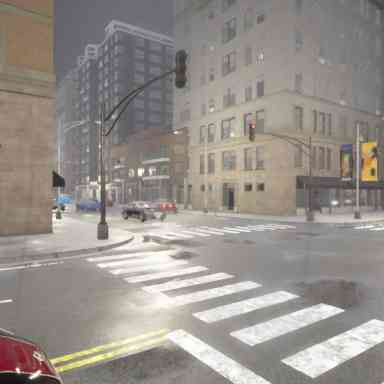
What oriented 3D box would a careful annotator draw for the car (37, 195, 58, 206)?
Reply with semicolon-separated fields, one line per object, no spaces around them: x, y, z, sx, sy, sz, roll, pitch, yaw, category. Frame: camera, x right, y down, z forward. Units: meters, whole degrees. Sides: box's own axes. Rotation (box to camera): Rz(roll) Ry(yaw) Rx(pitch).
-23.024;1.311;52.921;2.097;1.767;4.553;0;0;-35;car

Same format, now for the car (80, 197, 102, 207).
-15.889;1.504;52.153;1.752;1.417;4.829;0;0;-35;car

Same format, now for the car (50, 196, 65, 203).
-28.354;1.556;69.848;1.947;1.339;4.313;0;0;-35;car

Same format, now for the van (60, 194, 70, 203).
-25.213;1.328;65.390;1.690;1.788;3.998;0;0;-35;van

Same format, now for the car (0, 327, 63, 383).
-2.864;1.352;1.426;4.553;1.767;2.097;0;0;-36;car

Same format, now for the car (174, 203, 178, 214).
-3.228;1.425;34.181;1.967;1.590;4.097;0;0;-35;car

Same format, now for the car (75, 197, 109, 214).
-11.015;1.440;35.709;1.882;1.535;5.008;0;1;-35;car

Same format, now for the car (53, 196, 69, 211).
-16.072;1.517;38.479;1.947;1.339;4.313;0;0;-35;car

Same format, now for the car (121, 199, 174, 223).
-3.772;1.463;25.425;2.128;1.511;4.902;0;0;-35;car

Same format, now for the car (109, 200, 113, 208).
-12.651;1.560;47.556;1.802;1.307;4.206;0;0;-35;car
